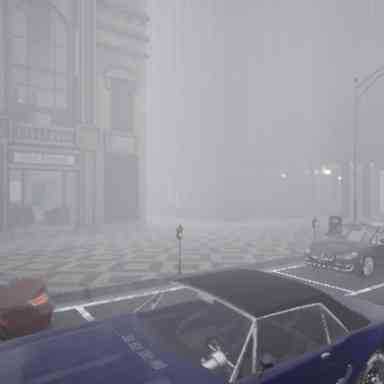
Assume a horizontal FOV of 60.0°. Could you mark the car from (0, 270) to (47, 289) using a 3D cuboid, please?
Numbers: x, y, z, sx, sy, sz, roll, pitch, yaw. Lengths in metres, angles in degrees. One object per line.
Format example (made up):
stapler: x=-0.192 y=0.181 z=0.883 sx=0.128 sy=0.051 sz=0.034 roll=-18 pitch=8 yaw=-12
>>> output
car: x=-3.896 y=1.574 z=3.944 sx=4.206 sy=1.307 sz=1.802 roll=0 pitch=0 yaw=-34

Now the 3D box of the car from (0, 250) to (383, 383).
car: x=0.247 y=1.610 z=3.390 sx=4.718 sy=1.301 sz=1.895 roll=0 pitch=0 yaw=-34

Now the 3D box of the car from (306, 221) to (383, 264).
car: x=5.269 y=1.602 z=10.117 sx=4.403 sy=1.369 sz=2.008 roll=0 pitch=0 yaw=-34
